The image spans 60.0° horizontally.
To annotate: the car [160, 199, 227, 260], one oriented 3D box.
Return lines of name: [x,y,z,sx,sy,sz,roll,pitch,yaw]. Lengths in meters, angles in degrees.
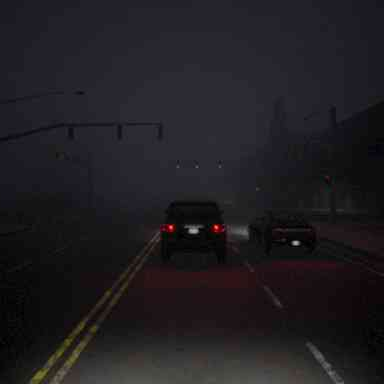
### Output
car: [0.063,1.265,12.683,2.150,2.045,5.566,0,0,0]

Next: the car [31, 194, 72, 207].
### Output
car: [-21.465,1.325,50.859,4.605,1.855,1.932,0,0,0]

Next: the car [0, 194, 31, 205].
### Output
car: [-38.951,1.401,73.369,4.605,1.855,1.932,0,0,0]

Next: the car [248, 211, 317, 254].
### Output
car: [3.567,1.539,13.829,2.128,1.511,4.902,0,0,0]

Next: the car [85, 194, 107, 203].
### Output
car: [-21.431,1.404,73.377,3.866,1.878,1.905,0,0,0]
